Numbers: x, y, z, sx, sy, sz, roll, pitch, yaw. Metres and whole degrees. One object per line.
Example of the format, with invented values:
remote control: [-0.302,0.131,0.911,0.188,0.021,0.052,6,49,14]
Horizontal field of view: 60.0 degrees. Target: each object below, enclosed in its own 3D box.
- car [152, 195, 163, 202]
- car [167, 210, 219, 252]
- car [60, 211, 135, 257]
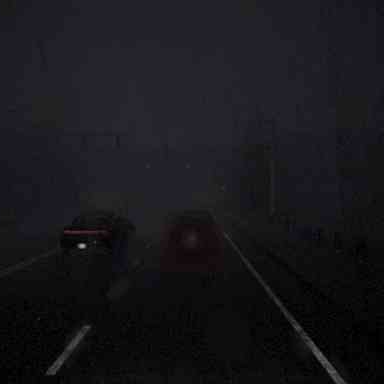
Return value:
car: [-7.522,1.495,72.971,1.837,1.490,4.892,0,0,0]
car: [0.053,1.477,13.879,1.882,1.535,5.008,0,0,1]
car: [-3.455,1.491,12.943,2.128,1.511,4.902,0,0,1]
